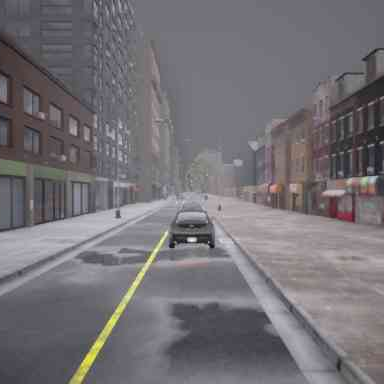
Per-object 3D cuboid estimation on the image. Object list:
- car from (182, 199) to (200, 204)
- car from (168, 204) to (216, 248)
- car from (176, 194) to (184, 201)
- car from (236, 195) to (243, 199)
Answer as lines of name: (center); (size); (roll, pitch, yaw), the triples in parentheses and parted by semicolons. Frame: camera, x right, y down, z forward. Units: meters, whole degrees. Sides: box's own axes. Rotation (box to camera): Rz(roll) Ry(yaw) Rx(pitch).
car: (0.000, 1.589, 29.678); (1.895, 1.301, 4.718); (0, 0, 0)
car: (0.001, 1.513, 14.649); (1.837, 1.490, 4.892); (0, 0, 0)
car: (-2.749, 1.232, 75.727); (1.837, 1.490, 4.892); (0, 0, 0)
car: (13.890, 1.310, 86.403); (4.829, 1.417, 1.752); (0, 0, 0)
